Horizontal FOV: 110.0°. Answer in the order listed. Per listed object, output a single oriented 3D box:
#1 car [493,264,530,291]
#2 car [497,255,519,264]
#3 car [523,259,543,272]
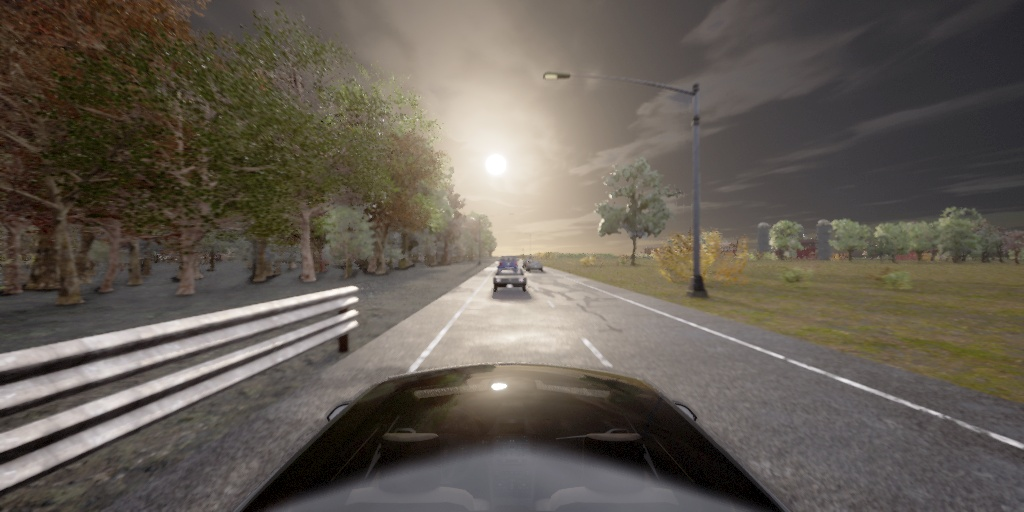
[{"bbox_3d":[-0.141,1.336,21.539,1.895,1.301,4.718,0,0,-1],"label":"car"},{"bbox_3d":[-0.420,0.939,39.208,2.150,2.045,5.566,0,0,-1],"label":"car"},{"bbox_3d":[2.886,1.257,45.888,1.994,1.385,4.181,0,0,-1],"label":"car"}]
